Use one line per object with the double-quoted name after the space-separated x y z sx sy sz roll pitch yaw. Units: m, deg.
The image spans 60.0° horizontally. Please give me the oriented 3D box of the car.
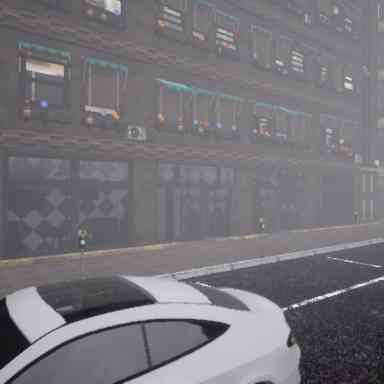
-1.062 1.526 2.622 4.674 1.442 1.812 0 0 -36 "car"
